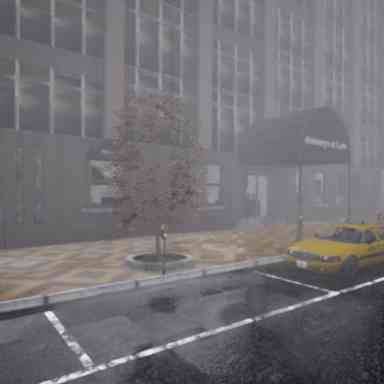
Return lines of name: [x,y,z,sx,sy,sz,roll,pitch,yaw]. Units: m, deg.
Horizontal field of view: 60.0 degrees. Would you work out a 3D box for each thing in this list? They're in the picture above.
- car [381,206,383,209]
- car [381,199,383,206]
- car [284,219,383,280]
car: [9.458,1.456,13.293,4.097,1.590,1.967,0,1,-35]
car: [22.608,1.301,36.881,1.887,1.381,4.507,2,0,-36]
car: [4.793,1.535,9.967,4.829,1.417,1.752,0,1,-35]
